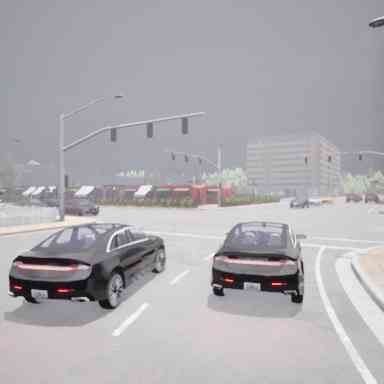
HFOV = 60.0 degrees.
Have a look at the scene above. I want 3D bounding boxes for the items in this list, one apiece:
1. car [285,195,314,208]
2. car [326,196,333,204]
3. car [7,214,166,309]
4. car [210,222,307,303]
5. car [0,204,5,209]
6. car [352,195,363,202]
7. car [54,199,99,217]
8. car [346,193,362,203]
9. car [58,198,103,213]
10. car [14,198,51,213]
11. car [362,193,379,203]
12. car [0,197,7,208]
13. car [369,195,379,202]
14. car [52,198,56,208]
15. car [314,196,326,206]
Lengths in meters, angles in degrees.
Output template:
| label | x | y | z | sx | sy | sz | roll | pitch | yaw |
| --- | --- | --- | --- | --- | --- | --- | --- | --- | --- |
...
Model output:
| label | x | y | z | sx | sy | sz | roll | pitch | yaw |
| --- | --- | --- | --- | --- | --- | --- | --- | --- | --- |
| car | 15.095 | 1.467 | 46.438 | 2.128 | 1.511 | 4.902 | 0 | 0 | 32 |
| car | 25.619 | 1.443 | 63.411 | 1.882 | 1.535 | 5.008 | 0 | 0 | 32 |
| car | -2.045 | 1.488 | 7.936 | 2.128 | 1.511 | 4.902 | 0 | 0 | 12 |
| car | 1.773 | 1.487 | 8.317 | 2.128 | 1.511 | 4.902 | 0 | 0 | 17 |
| car | -25.948 | 1.258 | 41.776 | 5.566 | 2.045 | 2.150 | 0 | 0 | 32 |
| car | 39.622 | 1.496 | 79.484 | 2.033 | 1.411 | 5.357 | 0 | 0 | 32 |
| car | -11.037 | 1.604 | 32.438 | 4.181 | 1.385 | 1.994 | 0 | 0 | 32 |
| car | 34.053 | 1.187 | 70.425 | 2.150 | 2.045 | 5.566 | 0 | 0 | 32 |
| car | -12.602 | 1.529 | 37.562 | 4.902 | 1.511 | 2.128 | 0 | 0 | 32 |
| car | -18.155 | 1.602 | 36.906 | 4.181 | 1.385 | 1.994 | 0 | 0 | 32 |
| car | 36.841 | 1.188 | 68.277 | 2.150 | 2.045 | 5.566 | 0 | 0 | 32 |
| car | -28.957 | 1.511 | 47.794 | 5.008 | 1.535 | 1.882 | 0 | 0 | 32 |
| car | 42.386 | 1.482 | 77.296 | 1.812 | 1.442 | 4.674 | 0 | 0 | 32 |
| car | -19.730 | 1.581 | 46.379 | 5.357 | 1.411 | 2.033 | 0 | 0 | 32 |
| car | 20.262 | 1.496 | 54.823 | 1.812 | 1.442 | 4.674 | 0 | 0 | 32 |
